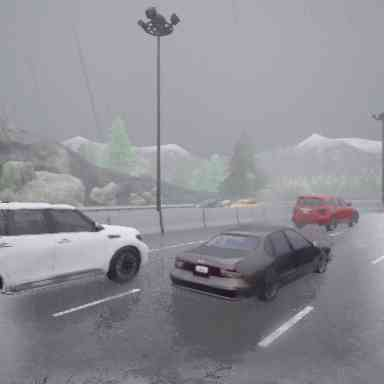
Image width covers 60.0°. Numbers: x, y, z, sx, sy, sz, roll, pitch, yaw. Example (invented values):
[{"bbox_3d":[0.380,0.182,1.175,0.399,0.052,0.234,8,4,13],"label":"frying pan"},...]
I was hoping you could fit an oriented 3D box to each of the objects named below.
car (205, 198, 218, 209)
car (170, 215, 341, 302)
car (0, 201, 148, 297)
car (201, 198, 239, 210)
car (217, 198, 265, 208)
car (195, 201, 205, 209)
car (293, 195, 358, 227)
[{"bbox_3d":[4.041,1.524,36.093,4.674,1.442,1.812,0,0,-41],"label":"car"},{"bbox_3d":[1.807,1.547,8.374,2.033,1.411,5.357,0,0,40],"label":"car"},{"bbox_3d":[-3.491,1.215,7.333,2.150,2.045,5.566,0,-1,38],"label":"car"},{"bbox_3d":[3.858,1.546,45.203,5.357,1.411,2.033,0,0,-40],"label":"car"},{"bbox_3d":[5.081,1.477,32.312,5.008,1.535,1.882,0,0,-42],"label":"car"},{"bbox_3d":[2.443,1.490,39.342,4.902,1.511,2.128,0,0,-41],"label":"car"},{"bbox_3d":[8.329,1.223,20.634,5.566,2.045,2.150,0,0,-45],"label":"car"}]
